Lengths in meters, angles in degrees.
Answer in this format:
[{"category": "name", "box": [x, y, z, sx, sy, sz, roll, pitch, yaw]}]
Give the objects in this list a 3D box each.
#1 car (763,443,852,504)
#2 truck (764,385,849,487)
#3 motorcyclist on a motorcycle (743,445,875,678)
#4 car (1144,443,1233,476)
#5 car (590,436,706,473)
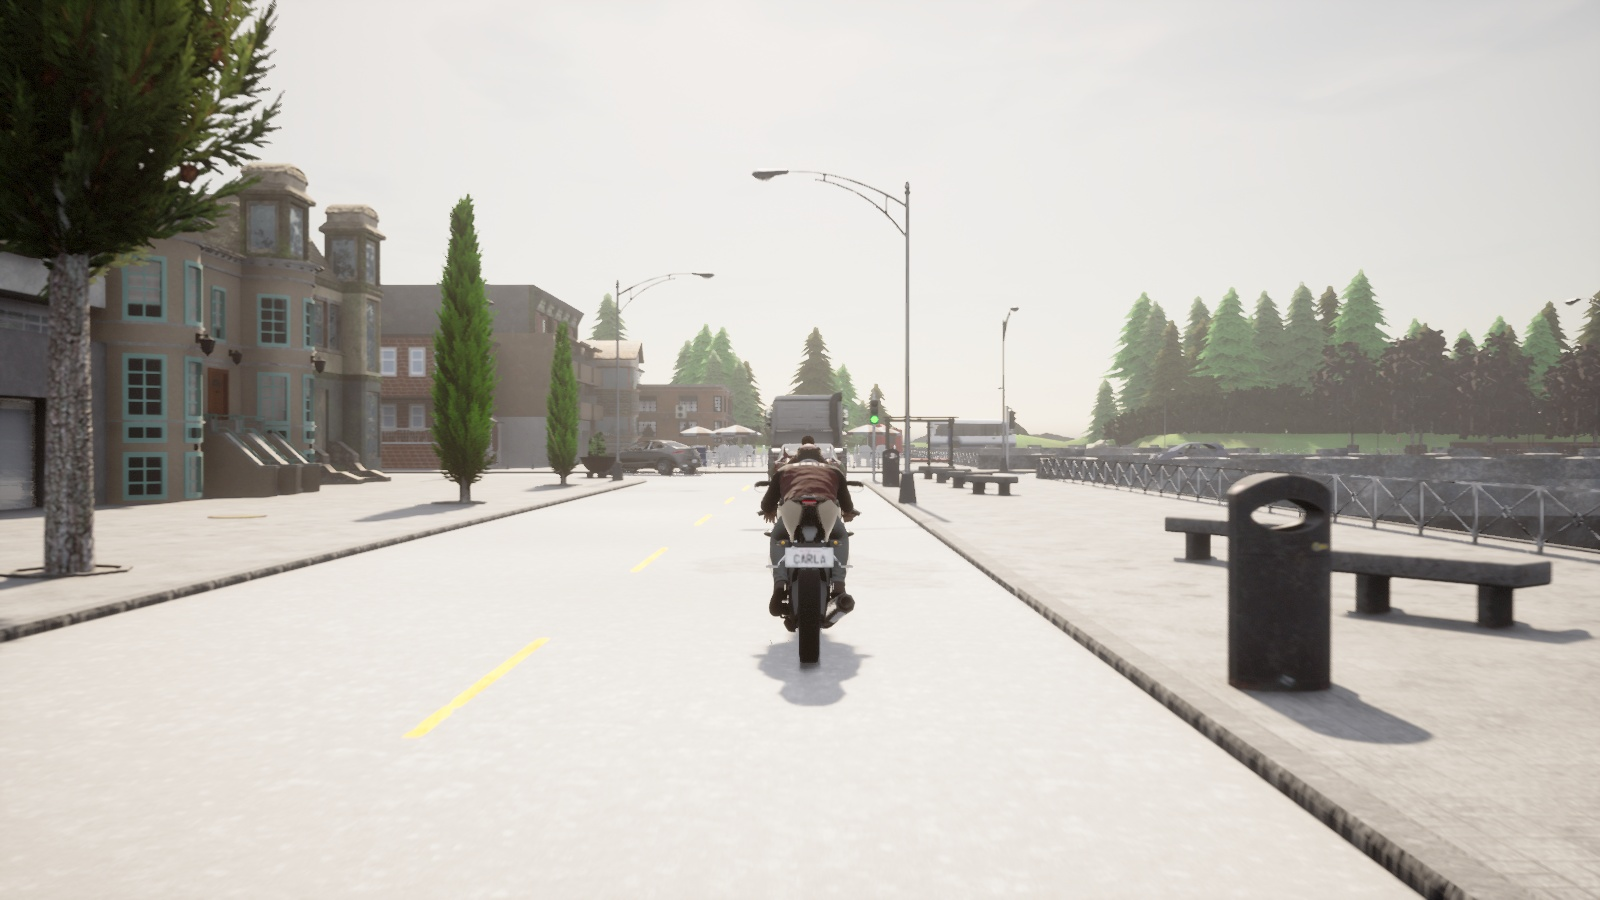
[{"category": "car", "box": [0.199, 0.559, 33.209, 2.163, 1.488, 4.792, 0, 0, 0]}, {"category": "truck", "box": [0.285, -0.500, 46.904, 2.891, 3.462, 7.936, 0, 0, 1]}, {"category": "motorcyclist on a motorcycle", "box": [0.067, 0.729, 9.359, 0.866, 1.530, 2.191, 0, 0, 0]}, {"category": "car", "box": [18.264, 0.442, 59.109, 3.633, 1.501, 1.845, 0, 0, 0]}, {"category": "car", "box": [-7.098, 0.190, 58.492, 5.027, 1.651, 2.152, 0, 0, 27]}]
